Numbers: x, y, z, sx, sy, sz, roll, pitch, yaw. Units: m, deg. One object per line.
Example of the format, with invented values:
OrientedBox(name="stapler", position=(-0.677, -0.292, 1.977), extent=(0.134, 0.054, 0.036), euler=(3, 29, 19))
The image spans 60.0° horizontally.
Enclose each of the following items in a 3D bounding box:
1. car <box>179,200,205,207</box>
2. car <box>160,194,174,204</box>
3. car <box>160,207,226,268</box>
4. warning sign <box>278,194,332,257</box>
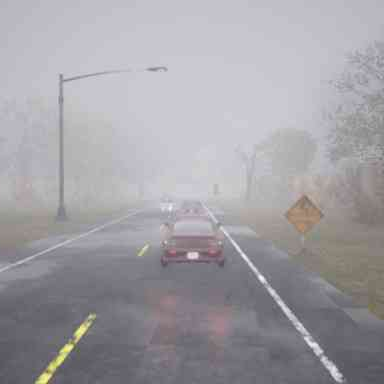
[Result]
OrientedBox(name="car", position=(-0.013, 1.302, 25.382), extent=(2.033, 1.411, 5.357), euler=(0, 1, 0))
OrientedBox(name="car", position=(-3.836, 0.993, 52.023), extent=(2.128, 1.511, 4.902), euler=(0, 1, 0))
OrientedBox(name="car", position=(0.041, 1.420, 10.765), extent=(1.812, 1.442, 4.674), euler=(0, 1, 0))
OrientedBox(name="warning sign", position=(3.561, 1.011, 10.635), extent=(1.300, 1.860, 1.060), euler=(1, 2, 0))
